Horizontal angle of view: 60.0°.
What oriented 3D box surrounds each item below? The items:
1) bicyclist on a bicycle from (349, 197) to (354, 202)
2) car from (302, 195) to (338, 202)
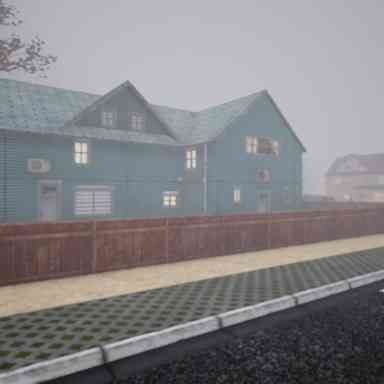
[{"bbox_3d":[17.643,1.398,36.811,1.656,1.620,0.582,0,0,-36],"label":"bicyclist on a bicycle"},{"bbox_3d":[12.996,1.309,33.233,2.150,2.045,5.566,0,0,-36],"label":"car"}]
